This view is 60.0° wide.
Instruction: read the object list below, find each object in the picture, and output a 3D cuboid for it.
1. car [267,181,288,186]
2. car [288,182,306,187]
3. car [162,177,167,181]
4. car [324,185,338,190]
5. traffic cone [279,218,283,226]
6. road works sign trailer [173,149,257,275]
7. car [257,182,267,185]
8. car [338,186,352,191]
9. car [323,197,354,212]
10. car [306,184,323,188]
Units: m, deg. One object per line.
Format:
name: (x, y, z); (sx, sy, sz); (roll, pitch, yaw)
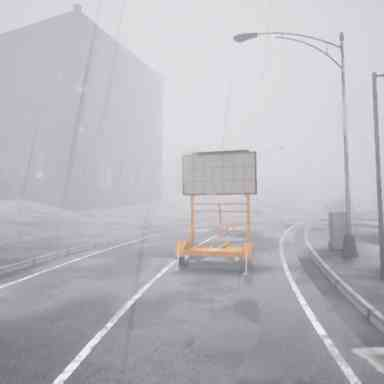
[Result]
car: (18.048, -1.530, 73.706); (5.008, 1.535, 2.097); (2, -5, -26)
car: (22.961, -1.451, 76.234); (4.553, 1.767, 2.185); (2, -5, -27)
car: (-7.061, -2.473, 62.396); (4.553, 1.767, 2.185); (2, -5, -24)
car: (32.789, -0.844, 81.671); (4.674, 1.452, 2.002); (3, -5, -30)
traffic cone: (6.103, 2.046, 22.734); (0.340, 0.580, 0.340); (-2, -1, 17)
road works sign trailer: (0.920, 0.492, 10.681); (2.380, 3.560, 2.880); (-1, 0, 18)
car: (13.060, -1.686, 71.280); (4.674, 1.452, 2.002); (2, -5, -25)
car: (37.442, -0.656, 84.448); (4.892, 1.521, 2.231); (3, -5, -31)
car: (21.140, 1.823, 47.914); (5.566, 2.045, 2.150); (1, -4, -37)
car: (27.992, -1.075, 78.950); (4.792, 1.488, 2.163); (2, -5, -28)
